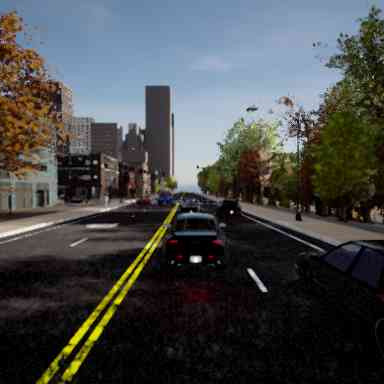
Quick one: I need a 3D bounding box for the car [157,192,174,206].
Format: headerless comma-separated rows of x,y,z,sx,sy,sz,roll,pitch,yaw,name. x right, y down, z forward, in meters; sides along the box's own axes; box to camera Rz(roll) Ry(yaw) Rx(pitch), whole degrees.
-3.831,0.956,49.177,2.150,2.045,5.566,0,0,-1,car

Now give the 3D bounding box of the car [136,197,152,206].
-7.081,1.334,49.215,1.895,1.301,4.718,0,0,0,car

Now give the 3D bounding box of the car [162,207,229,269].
0.091,1.444,10.862,1.837,1.490,4.892,0,0,0,car

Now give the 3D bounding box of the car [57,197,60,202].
-29.160,1.449,68.155,4.403,1.369,2.008,-1,2,-1,car

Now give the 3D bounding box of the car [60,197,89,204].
-20.688,1.496,59.781,4.313,1.339,1.947,-1,2,-1,car

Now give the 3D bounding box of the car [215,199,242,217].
3.123,1.345,28.898,1.837,1.490,4.892,0,0,-1,car

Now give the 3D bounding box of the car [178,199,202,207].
-0.126,1.333,28.786,2.128,1.511,4.902,0,0,-1,car

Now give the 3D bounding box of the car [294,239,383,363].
3.349,1.516,5.533,2.033,1.411,5.357,0,0,0,car
